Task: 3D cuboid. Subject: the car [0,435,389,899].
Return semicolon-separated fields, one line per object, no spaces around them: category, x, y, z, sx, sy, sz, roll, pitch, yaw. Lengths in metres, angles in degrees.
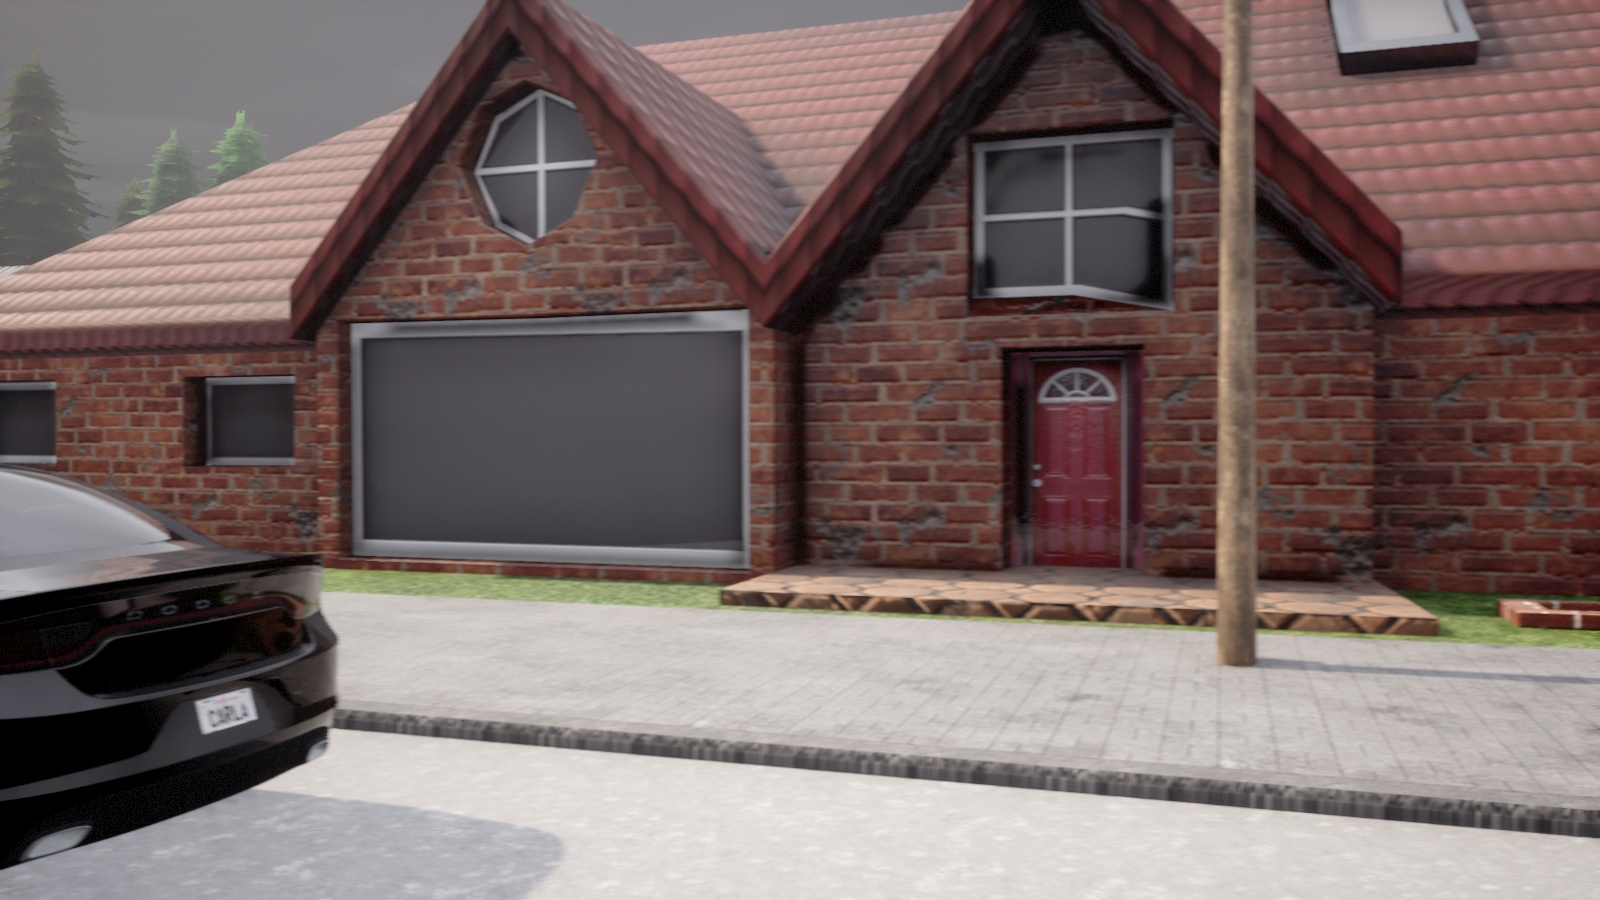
car;-4.398;0.705;5.190;5.008;1.535;1.882;1;1;19
